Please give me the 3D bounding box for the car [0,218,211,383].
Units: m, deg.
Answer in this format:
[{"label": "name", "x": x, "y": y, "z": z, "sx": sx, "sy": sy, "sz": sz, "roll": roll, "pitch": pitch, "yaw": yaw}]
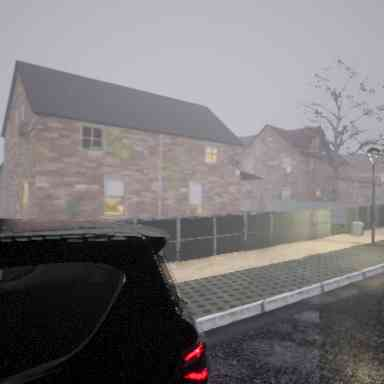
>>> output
[{"label": "car", "x": -2.445, "y": 1.226, "z": 1.383, "sx": 5.566, "sy": 2.045, "sz": 2.150, "roll": 0, "pitch": 0, "yaw": -35}]
